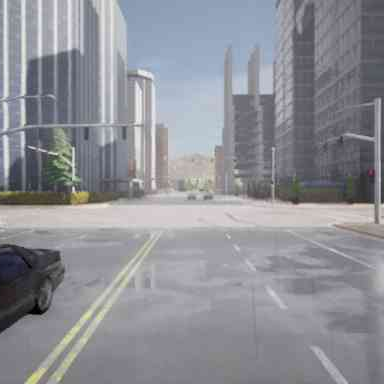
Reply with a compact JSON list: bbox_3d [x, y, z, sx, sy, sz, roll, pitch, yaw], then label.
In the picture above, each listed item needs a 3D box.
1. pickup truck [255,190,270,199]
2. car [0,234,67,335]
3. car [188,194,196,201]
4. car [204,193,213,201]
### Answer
[{"bbox_3d":[16.607,0.578,77.305,2.390,2.098,6.274,0,0,31],"label":"pickup truck"},{"bbox_3d":[-3.582,1.518,4.771,2.033,1.411,5.357,0,0,0],"label":"car"},{"bbox_3d":[-0.013,1.062,71.295,2.033,1.411,5.357,0,0,0],"label":"car"},{"bbox_3d":[3.487,0.999,71.296,1.882,1.535,5.008,0,0,0],"label":"car"}]
